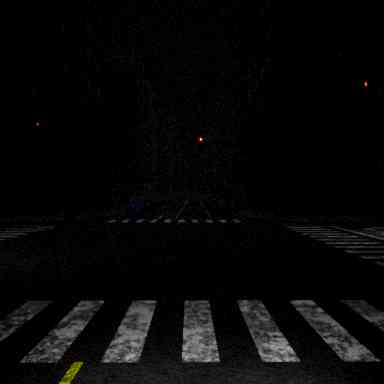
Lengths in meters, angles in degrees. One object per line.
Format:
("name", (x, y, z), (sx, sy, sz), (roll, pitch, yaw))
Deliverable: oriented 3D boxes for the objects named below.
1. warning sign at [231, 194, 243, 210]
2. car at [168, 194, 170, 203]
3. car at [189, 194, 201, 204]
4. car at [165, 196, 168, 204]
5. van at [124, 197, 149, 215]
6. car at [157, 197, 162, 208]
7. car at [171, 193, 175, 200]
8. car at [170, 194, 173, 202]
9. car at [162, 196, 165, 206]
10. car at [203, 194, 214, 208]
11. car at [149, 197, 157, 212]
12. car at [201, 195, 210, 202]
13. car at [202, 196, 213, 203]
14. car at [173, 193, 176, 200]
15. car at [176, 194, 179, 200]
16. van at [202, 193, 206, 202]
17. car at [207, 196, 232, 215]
("warning sign", (5.278, 1.118, 39.392), (1.300, 1.860, 1.060), (0, 0, 0))
("car", (-5.528, 1.527, 61.627), (1.752, 1.417, 4.829), (0, 0, 0))
("car", (0.344, 1.565, 63.785), (1.994, 1.385, 4.181), (0, 0, 0))
("car", (-5.558, 1.568, 56.129), (1.947, 1.339, 4.313), (0, 0, 0))
("van", (-5.681, 1.343, 33.456), (1.690, 1.788, 3.998), (0, 0, 0))
("car", (-5.619, 1.569, 44.792), (1.947, 1.339, 4.313), (0, 0, 0))
("car", (-5.465, 1.543, 73.133), (1.887, 1.381, 4.507), (0, 0, 0))
("car", (-5.496, 1.566, 67.465), (1.947, 1.339, 4.313), (0, 0, 0))
("car", (-5.589, 1.585, 50.460), (1.802, 1.307, 4.206), (0, 0, 0))
("car", (2.906, 1.443, 44.749), (1.967, 1.590, 4.097), (0, 0, 0))
("car", (-5.650, 1.442, 39.124), (1.967, 1.590, 4.097), (0, 0, 0))
("car", (3.091, 1.436, 78.765), (1.967, 1.590, 4.097), (0, 0, 0))
("car", (3.030, 1.551, 67.427), (2.008, 1.369, 4.403), (0, 0, 0))
("car", (-5.435, 1.522, 78.631), (1.752, 1.417, 4.829), (0, 0, 0))
("car", (-5.373, 1.306, 90.138), (2.192, 1.841, 5.009), (0, 0, 0))
("van", (2.968, 1.344, 56.088), (1.690, 1.788, 3.998), (0, 0, 0))
("car", (2.845, 1.442, 33.411), (1.967, 1.590, 4.097), (0, 0, 0))
